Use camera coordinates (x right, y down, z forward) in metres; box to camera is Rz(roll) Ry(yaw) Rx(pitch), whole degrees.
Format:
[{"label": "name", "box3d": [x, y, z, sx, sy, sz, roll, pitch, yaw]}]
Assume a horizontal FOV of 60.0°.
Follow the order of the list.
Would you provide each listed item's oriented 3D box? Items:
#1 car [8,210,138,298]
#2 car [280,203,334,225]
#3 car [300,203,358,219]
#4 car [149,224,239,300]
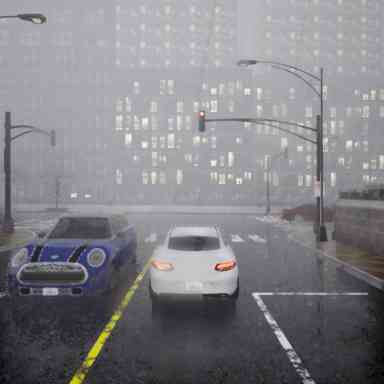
[{"label": "car", "box3d": [-2.758, 1.352, 8.740, 2.097, 1.767, 4.553, 0, 0, 0]}, {"label": "car", "box3d": [9.141, 1.601, 24.873, 5.008, 1.535, 1.882, 1, 0, -1]}, {"label": "car", "box3d": [12.920, 1.786, 31.642, 4.718, 1.301, 1.895, 1, 0, -1]}, {"label": "car", "box3d": [0.056, 1.525, 8.281, 1.812, 1.442, 4.674, 0, 0, 0]}]
